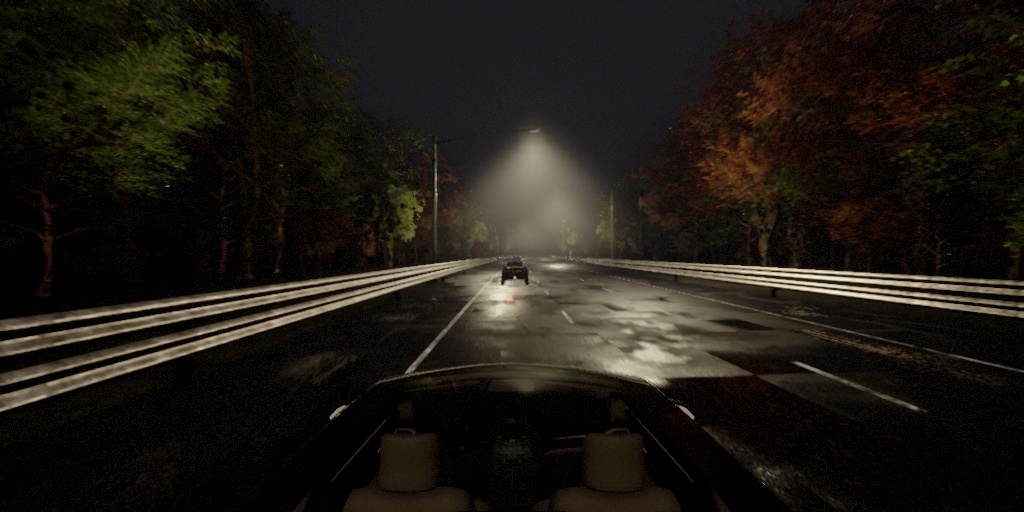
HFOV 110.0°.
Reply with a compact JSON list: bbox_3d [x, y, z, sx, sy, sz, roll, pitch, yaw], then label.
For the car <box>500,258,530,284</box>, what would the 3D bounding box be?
[{"bbox_3d":[0.216,1.118,25.394,1.837,1.490,4.892,0,0,1],"label":"car"}]
